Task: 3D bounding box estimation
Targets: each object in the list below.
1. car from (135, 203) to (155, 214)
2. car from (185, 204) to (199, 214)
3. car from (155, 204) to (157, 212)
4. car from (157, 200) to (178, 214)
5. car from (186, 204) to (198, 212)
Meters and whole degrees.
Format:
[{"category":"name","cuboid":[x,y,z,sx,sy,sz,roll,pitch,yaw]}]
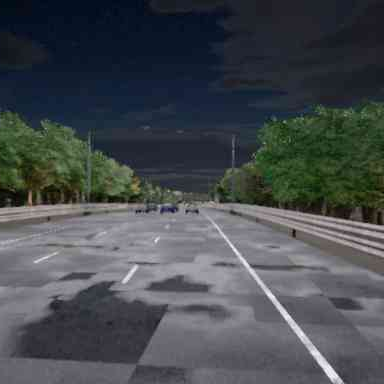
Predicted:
[{"category":"car","cuboid":[-6.985,2.394,48.170,2.033,1.411,5.357,0,-2,0]},{"category":"car","cuboid":[0.015,2.424,48.544,1.994,1.385,4.181,0,-2,0]},{"category":"car","cuboid":[-6.982,2.749,58.589,1.837,1.490,4.892,0,-2,0]},{"category":"car","cuboid":[-3.484,2.324,48.172,1.882,1.535,5.008,0,-2,0]},{"category":"car","cuboid":[0.018,2.812,58.590,1.994,1.385,4.181,0,-2,0]}]
